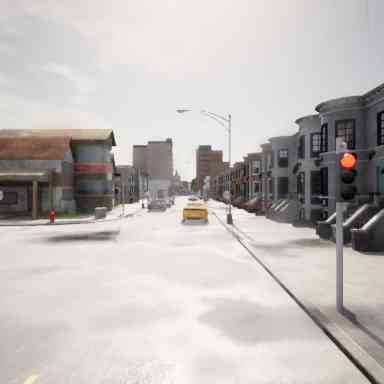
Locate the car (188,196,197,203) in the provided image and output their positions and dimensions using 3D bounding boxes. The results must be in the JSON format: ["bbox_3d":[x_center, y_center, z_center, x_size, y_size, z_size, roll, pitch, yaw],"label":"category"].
[{"bbox_3d":[0.088,1.664,73.572,1.837,1.490,4.892,0,0,0],"label":"car"}]

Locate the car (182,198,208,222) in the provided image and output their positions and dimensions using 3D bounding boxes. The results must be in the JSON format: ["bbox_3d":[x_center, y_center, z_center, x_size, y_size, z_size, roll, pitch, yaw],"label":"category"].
[{"bbox_3d":[0.229,1.477,26.182,1.882,1.535,5.008,1,0,1],"label":"car"}]

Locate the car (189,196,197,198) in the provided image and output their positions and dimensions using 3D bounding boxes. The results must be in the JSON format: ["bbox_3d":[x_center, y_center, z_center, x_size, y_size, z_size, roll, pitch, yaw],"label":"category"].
[{"bbox_3d":[0.142,1.525,58.131,1.812,1.442,4.674,0,0,0],"label":"car"}]

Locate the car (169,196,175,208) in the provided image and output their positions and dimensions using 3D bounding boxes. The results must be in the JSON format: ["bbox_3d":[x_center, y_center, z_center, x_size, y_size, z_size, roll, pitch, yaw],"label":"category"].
[{"bbox_3d":[-4.063,1.547,48.957,2.033,1.411,5.357,0,0,0],"label":"car"}]

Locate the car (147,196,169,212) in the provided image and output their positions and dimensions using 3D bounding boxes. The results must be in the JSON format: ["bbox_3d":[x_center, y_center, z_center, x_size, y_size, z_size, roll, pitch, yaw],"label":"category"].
[{"bbox_3d":[-4.077,1.505,39.208,1.837,1.490,4.892,0,0,0],"label":"car"}]

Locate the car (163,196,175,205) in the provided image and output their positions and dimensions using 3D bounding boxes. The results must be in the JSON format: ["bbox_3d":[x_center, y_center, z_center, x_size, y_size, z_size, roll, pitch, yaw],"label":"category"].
[{"bbox_3d":[-4.022,1.525,58.763,1.812,1.442,4.674,0,0,1],"label":"car"}]
